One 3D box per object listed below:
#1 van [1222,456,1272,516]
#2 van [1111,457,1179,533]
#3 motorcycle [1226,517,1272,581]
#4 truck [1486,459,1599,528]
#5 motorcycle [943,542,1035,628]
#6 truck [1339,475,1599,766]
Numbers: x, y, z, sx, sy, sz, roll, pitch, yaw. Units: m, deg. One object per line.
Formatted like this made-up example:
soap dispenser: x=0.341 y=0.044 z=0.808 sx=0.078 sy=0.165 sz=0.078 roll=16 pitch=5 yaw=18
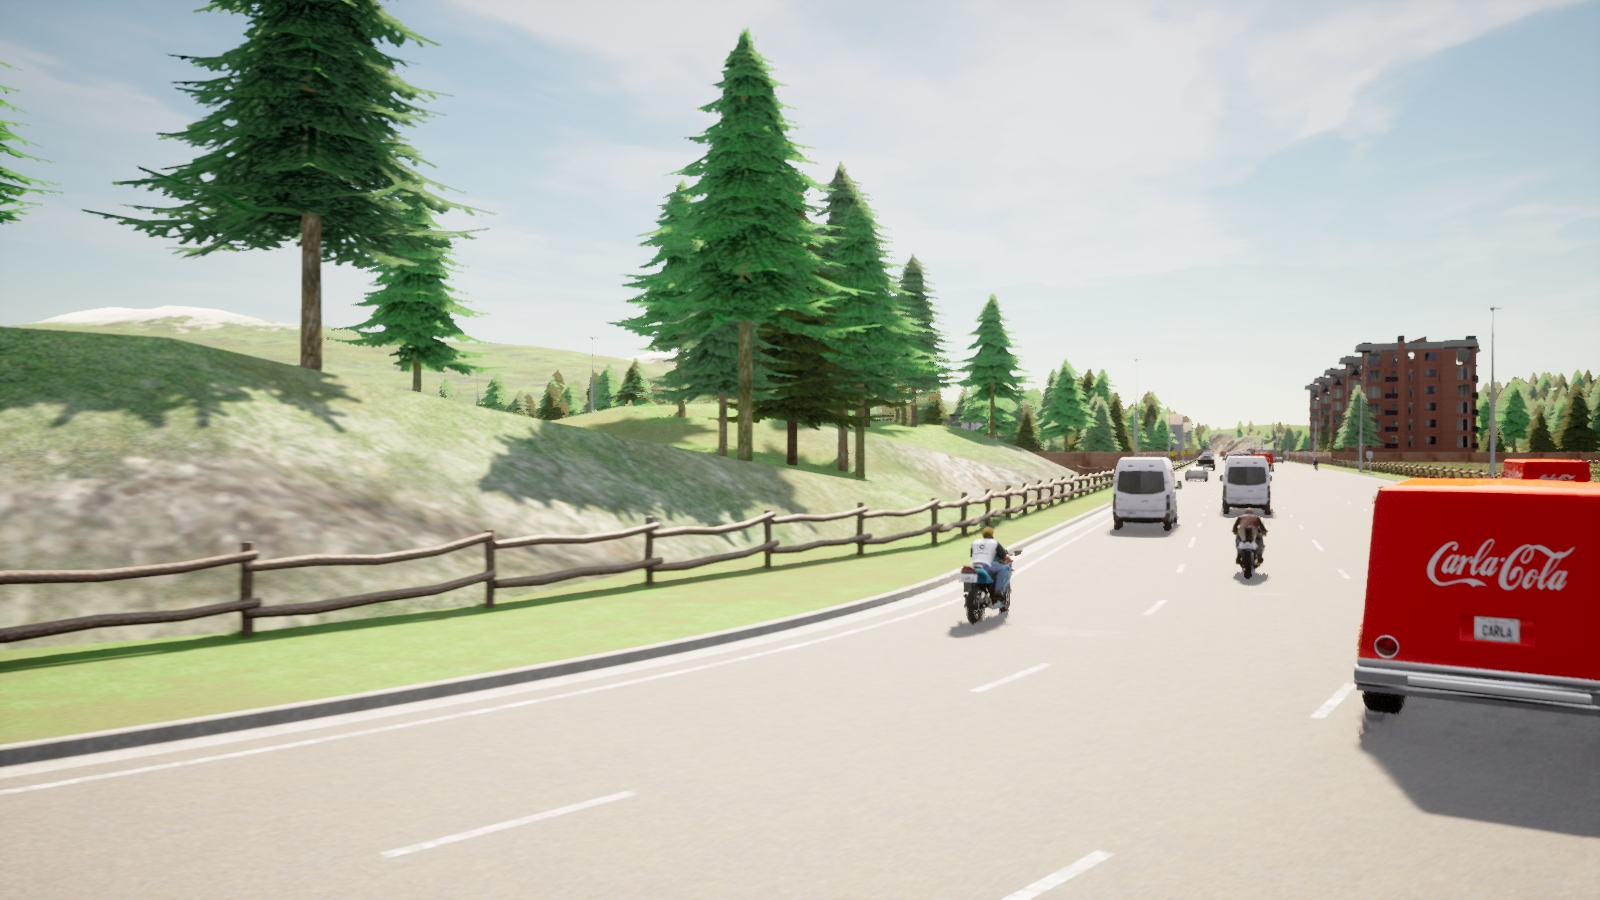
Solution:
van: x=20.377 y=1.556 z=52.193 sx=1.988 sy=2.561 sz=5.915 roll=0 pitch=0 yaw=21
van: x=12.772 y=1.551 z=42.056 sx=1.988 sy=2.561 sz=5.915 roll=0 pitch=0 yaw=21
motorcycle: x=10.175 y=2.216 z=25.842 sx=0.867 sy=1.251 sz=2.209 roll=-1 pitch=0 yaw=23
truck: x=28.610 y=1.591 z=44.222 sx=2.627 sy=2.467 sz=5.204 roll=0 pitch=0 yaw=21
motorcycle: x=3.153 y=2.193 z=18.892 sx=0.803 sy=1.199 sz=2.033 roll=-3 pitch=-2 yaw=29
truck: x=7.837 y=1.571 z=12.744 sx=2.627 sy=2.467 sz=5.204 roll=1 pitch=0 yaw=33
